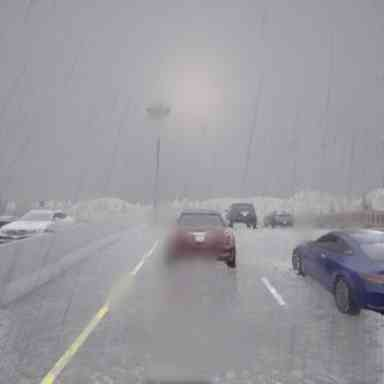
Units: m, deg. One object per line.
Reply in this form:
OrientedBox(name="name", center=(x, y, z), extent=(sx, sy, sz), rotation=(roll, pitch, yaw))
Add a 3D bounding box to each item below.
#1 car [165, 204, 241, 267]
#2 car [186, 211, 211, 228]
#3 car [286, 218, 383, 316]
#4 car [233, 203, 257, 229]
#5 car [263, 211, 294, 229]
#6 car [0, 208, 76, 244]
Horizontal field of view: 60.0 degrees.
OrientedBox(name="car", center=(0.286, 1.375, 11.612), extent=(2.097, 1.767, 4.553), rotation=(1, -1, 1))
OrientedBox(name="car", center=(0.572, 2.440, 29.370), extent=(1.994, 1.385, 4.181), rotation=(1, -5, 1))
OrientedBox(name="car", center=(3.716, 1.567, 7.455), extent=(1.812, 1.442, 4.674), rotation=(1, 0, 1))
OrientedBox(name="car", center=(4.053, 2.022, 27.951), extent=(2.150, 2.045, 5.566), rotation=(1, -5, 1))
OrientedBox(name="car", center=(7.573, 2.456, 29.394), extent=(2.128, 1.511, 4.902), rotation=(1, -5, 1))
OrientedBox(name="car", center=(-6.850, 1.535, 15.270), extent=(1.812, 1.442, 4.674), rotation=(1, -1, 1))
